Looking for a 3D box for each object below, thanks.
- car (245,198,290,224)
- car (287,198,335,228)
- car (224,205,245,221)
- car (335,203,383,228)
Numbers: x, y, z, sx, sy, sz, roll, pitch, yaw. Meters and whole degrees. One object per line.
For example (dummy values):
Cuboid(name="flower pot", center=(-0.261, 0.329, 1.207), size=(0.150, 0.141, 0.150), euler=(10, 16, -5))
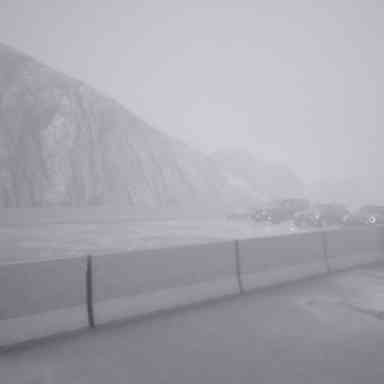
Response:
Cuboid(name="car", center=(7.115, 1.474, 26.153), size=(5.566, 2.045, 2.150), euler=(1, 0, -36))
Cuboid(name="car", center=(9.197, 1.551, 23.339), size=(4.553, 1.767, 2.097), euler=(1, 0, -36))
Cuboid(name="car", center=(5.079, 1.765, 29.000), size=(4.718, 1.301, 1.895), euler=(1, 0, -36))
Cuboid(name="car", center=(11.231, 1.573, 20.491), size=(4.553, 1.767, 2.097), euler=(1, 0, -36))
